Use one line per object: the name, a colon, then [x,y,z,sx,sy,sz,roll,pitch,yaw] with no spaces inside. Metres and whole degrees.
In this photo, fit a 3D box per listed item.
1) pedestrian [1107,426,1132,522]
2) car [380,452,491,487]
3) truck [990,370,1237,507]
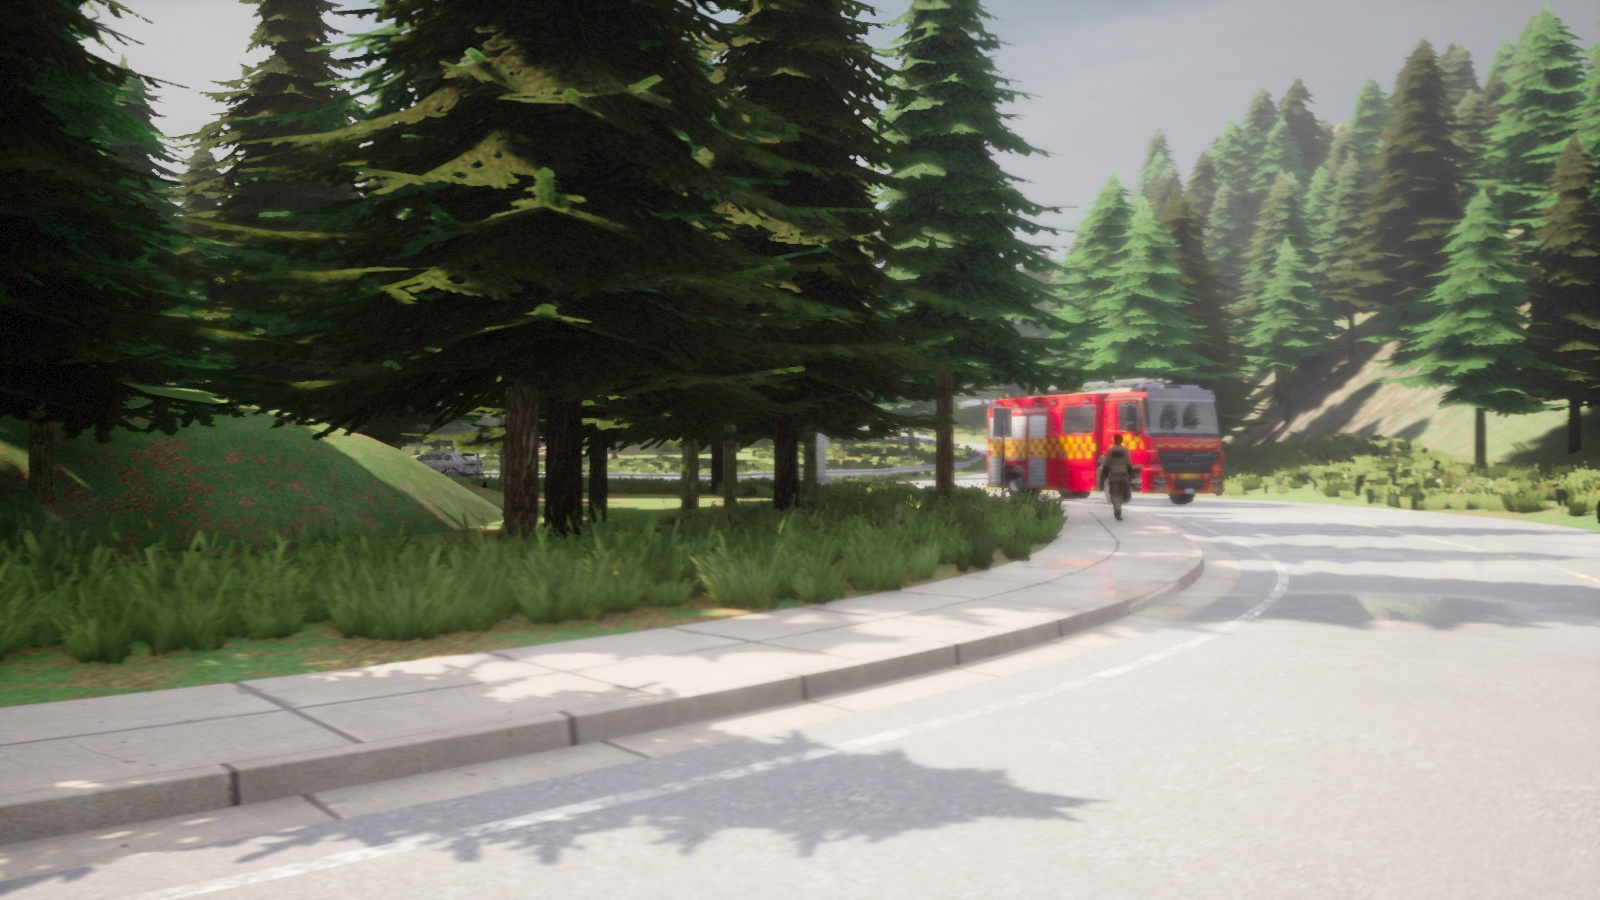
pedestrian: [6.550,0.484,25.764,0.396,1.930,0.692,0,0,6]
car: [-17.863,0.953,61.552,4.856,1.649,2.033,0,0,15]
truck: [9.515,-0.301,39.433,2.891,3.827,8.468,0,0,-24]
